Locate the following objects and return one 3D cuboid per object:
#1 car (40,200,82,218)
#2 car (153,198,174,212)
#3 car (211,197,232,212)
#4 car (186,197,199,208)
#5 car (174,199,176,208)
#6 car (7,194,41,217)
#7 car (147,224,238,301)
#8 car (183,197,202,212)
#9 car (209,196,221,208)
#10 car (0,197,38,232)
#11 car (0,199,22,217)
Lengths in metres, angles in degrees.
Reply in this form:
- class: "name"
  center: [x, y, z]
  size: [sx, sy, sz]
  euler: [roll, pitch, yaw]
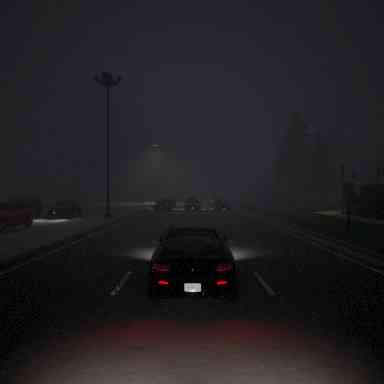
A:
- class: "car"
  center: [-11.439, 1.505, 30.015]
  size: [1.837, 1.490, 4.892]
  euler: [0, 0, 0]
- class: "car"
  center: [-3.421, 1.526, 39.232]
  size: [1.812, 1.442, 4.674]
  euler: [0, 0, 0]
- class: "car"
  center: [3.579, 1.601, 39.247]
  size: [1.895, 1.301, 4.718]
  euler: [0, 0, 0]
- class: "car"
  center: [0.099, 1.505, 49.228]
  size: [1.837, 1.490, 4.892]
  euler: [0, 0, 0]
- class: "car"
  center: [-3.401, 1.564, 49.235]
  size: [1.994, 1.385, 4.181]
  euler: [0, 0, 0]
- class: "car"
  center: [-14.942, 1.221, 28.776]
  size: [2.150, 2.045, 5.566]
  euler: [0, 0, 0]
- class: "car"
  center: [0.017, 1.526, 8.198]
  size: [1.812, 1.442, 4.674]
  euler: [0, 0, 0]
- class: "car"
  center: [0.078, 1.505, 38.808]
  size: [1.837, 1.490, 4.892]
  euler: [0, 0, 0]
- class: "car"
  center: [3.599, 1.352, 49.191]
  size: [2.097, 1.767, 4.553]
  euler: [0, 0, 0]
- class: "car"
  center: [-11.465, 1.352, 19.841]
  size: [2.097, 1.767, 4.553]
  euler: [0, 0, 0]
- class: "car"
  center: [-18.436, 1.505, 31.840]
  size: [1.837, 1.490, 4.892]
  euler: [0, 0, 0]
